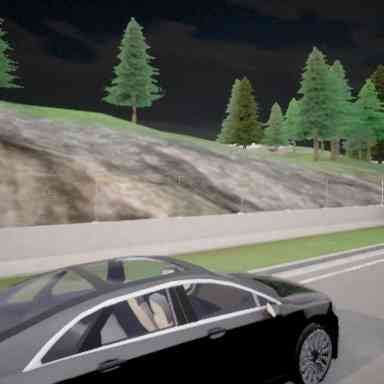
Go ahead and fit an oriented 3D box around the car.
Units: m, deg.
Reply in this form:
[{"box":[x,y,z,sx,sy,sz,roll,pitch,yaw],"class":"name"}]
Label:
[{"box":[-0.324,1.481,3.614,4.902,1.511,2.128,-1,0,-36],"class":"car"}]
